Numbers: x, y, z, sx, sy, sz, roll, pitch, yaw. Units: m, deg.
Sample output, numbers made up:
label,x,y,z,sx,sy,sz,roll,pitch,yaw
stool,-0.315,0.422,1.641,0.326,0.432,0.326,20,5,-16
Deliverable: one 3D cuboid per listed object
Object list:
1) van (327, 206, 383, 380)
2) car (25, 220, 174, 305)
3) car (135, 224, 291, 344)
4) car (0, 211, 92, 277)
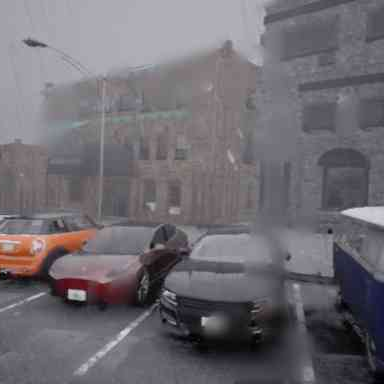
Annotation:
label,x,y,z,sx,sy,sz,roll,pitch,yaw
van,3.330,1.251,5.213,1.878,1.987,4.442,0,-1,15
car,-1.490,1.535,8.460,2.163,1.488,4.792,0,-1,15
car,0.910,1.487,6.801,2.097,1.535,5.008,0,-1,15
car,-3.896,1.402,10.158,2.185,1.767,4.553,0,-1,15
